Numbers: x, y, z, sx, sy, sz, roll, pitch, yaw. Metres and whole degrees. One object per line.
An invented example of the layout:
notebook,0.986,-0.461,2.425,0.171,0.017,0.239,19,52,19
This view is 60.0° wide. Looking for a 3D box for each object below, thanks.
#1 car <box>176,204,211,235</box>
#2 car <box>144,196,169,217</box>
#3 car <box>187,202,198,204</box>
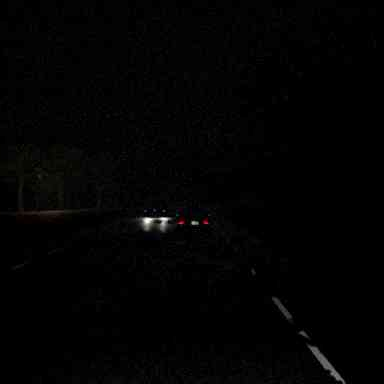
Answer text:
car,0.080,1.608,18.984,2.033,1.411,5.357,0,0,0
car,-3.634,1.469,34.996,2.150,2.045,5.566,0,-1,0
car,0.058,1.875,38.943,1.994,1.385,4.181,0,-1,0
